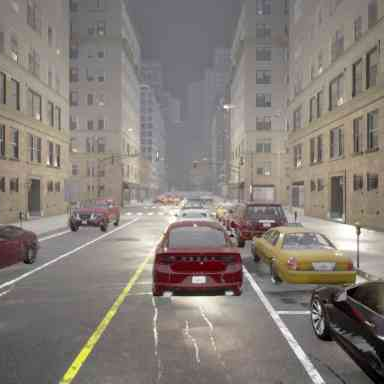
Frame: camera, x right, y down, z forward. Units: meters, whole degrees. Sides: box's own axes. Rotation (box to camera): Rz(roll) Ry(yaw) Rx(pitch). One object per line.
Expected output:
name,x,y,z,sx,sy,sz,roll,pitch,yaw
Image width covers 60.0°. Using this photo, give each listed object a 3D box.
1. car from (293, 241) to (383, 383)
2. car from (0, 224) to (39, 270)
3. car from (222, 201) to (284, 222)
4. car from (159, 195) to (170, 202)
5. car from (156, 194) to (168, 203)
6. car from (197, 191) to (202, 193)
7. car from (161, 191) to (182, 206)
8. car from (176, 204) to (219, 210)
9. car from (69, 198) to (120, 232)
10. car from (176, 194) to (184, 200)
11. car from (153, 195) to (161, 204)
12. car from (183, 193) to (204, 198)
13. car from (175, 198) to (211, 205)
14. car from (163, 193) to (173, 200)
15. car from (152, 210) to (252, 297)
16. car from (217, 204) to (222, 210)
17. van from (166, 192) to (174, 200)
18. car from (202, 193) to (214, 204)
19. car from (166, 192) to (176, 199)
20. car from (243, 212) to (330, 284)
car,2.768,1.566,3.594,1.947,1.339,4.313,0,0,0
car,-5.754,1.577,9.158,1.802,1.307,4.206,0,0,0
car,2.777,1.302,14.699,2.192,1.841,5.009,0,0,0
car,-5.707,1.291,68.769,1.887,1.381,4.507,1,0,0
car,-5.711,1.223,63.345,1.967,1.590,4.097,1,0,0
car,2.835,1.023,90.448,1.967,1.590,4.097,1,0,0
car,-3.112,1.203,51.752,2.097,1.767,4.553,0,0,2
car,0.110,1.510,16.158,1.812,1.442,4.674,0,0,0
car,-5.744,1.291,20.264,2.192,1.841,5.009,0,0,0
car,-2.943,1.183,80.755,1.812,1.442,4.674,0,0,0
car,-5.716,1.361,57.922,1.887,1.381,4.507,0,0,0
car,0.204,1.369,49.246,1.837,1.490,4.892,-2,0,-5
car,0.091,1.454,25.300,2.128,1.511,4.902,0,0,0
car,-5.698,1.108,79.615,1.967,1.590,4.097,1,0,0
car,0.078,1.473,8.644,1.882,1.535,5.008,0,0,-1
car,2.781,1.558,20.250,1.802,1.307,4.206,0,0,0
van,-5.693,0.967,85.037,1.690,1.788,3.998,1,0,0
car,2.809,1.367,57.908,2.008,1.369,4.403,0,0,0
car,-5.689,0.898,90.460,2.192,1.841,5.009,1,0,0
car,2.773,1.519,9.315,1.752,1.417,4.829,0,0,0
